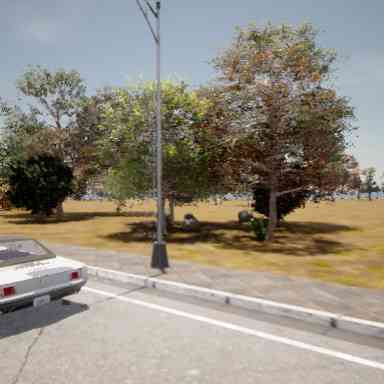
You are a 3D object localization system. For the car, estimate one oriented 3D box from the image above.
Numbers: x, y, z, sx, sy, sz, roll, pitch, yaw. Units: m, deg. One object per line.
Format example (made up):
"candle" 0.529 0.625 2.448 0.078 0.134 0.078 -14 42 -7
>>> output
"car" -4.432 1.599 7.063 4.718 1.301 1.895 0 0 35
